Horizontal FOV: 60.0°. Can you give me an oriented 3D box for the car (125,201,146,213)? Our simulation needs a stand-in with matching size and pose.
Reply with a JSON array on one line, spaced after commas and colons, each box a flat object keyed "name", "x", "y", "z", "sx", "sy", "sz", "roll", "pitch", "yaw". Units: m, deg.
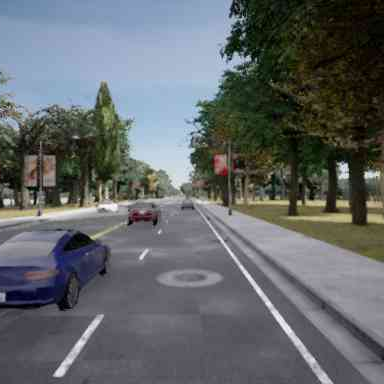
[{"name": "car", "x": -7.216, "y": 1.855, "z": 42.894, "sx": 1.994, "sy": 1.385, "sz": 4.181, "roll": 0, "pitch": -1, "yaw": -1}]

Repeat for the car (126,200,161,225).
[{"name": "car", "x": -3.516, "y": 1.501, "z": 25.440, "sx": 2.097, "sy": 1.767, "sz": 4.553, "roll": 0, "pitch": 0, "yaw": -1}]

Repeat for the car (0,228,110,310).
[{"name": "car", "x": -3.246, "y": 1.581, "z": 7.789, "sx": 1.812, "sy": 1.442, "sz": 4.674, "roll": 0, "pitch": 0, "yaw": -1}]

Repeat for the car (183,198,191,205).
[{"name": "car", "x": -1.107, "y": 2.096, "z": 73.121, "sx": 1.895, "sy": 1.301, "sz": 4.718, "roll": 0, "pitch": -1, "yaw": -1}]

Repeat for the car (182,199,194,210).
[{"name": "car", "x": -0.624, "y": 1.838, "z": 48.851, "sx": 2.033, "sy": 1.411, "sz": 5.357, "roll": 0, "pitch": 0, "yaw": -1}]

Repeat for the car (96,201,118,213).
[{"name": "car", "x": -10.448, "y": 1.827, "z": 41.362, "sx": 1.812, "sy": 1.442, "sz": 4.674, "roll": 0, "pitch": 0, "yaw": -1}]
